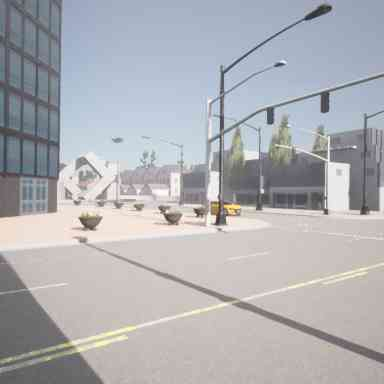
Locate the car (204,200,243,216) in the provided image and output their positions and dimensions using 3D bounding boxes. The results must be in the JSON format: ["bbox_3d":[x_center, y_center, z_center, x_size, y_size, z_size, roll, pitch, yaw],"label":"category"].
[{"bbox_3d":[2.991,1.564,33.674,1.882,1.535,5.008,1,-1,-35],"label":"car"}]
